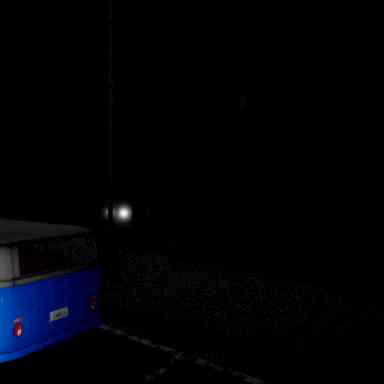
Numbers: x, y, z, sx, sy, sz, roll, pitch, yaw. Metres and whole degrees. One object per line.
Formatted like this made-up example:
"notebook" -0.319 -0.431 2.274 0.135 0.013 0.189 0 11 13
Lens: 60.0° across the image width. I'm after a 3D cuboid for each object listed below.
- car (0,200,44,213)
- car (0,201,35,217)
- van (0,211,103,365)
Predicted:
"car" -15.344 1.496 28.658 1.837 1.490 4.892 0 0 35
"car" -17.500 1.583 31.250 1.895 1.301 4.718 0 0 35
"van" -3.224 1.341 5.377 3.998 1.788 1.690 0 0 36
